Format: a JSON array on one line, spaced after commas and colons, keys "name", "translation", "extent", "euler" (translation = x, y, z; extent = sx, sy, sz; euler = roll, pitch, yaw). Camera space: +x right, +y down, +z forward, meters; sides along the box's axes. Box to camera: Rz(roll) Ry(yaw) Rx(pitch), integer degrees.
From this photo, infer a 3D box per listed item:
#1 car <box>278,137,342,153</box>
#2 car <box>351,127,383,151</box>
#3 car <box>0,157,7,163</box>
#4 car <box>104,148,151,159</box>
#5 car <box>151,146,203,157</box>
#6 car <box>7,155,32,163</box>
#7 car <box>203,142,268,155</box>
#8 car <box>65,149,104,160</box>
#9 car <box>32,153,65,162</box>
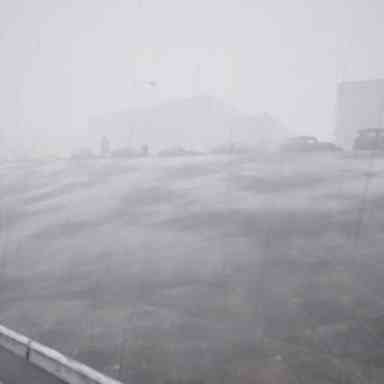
[{"name": "car", "translation": [8.918, -3.360, 25.151], "extent": [4.553, 1.767, 2.185], "euler": [1, 1, 26]}, {"name": "car", "translation": [14.019, -3.341, 22.812], "extent": [5.566, 2.045, 2.435], "euler": [2, 1, 25]}, {"name": "car", "translation": [-24.966, -3.963, 44.230], "extent": [4.892, 1.521, 2.231], "euler": [1, 1, 34]}, {"name": "car", "translation": [-5.859, -3.529, 32.658], "extent": [4.792, 1.488, 2.163], "euler": [1, 1, 29]}, {"name": "car", "translation": [-0.995, -3.418, 30.051], "extent": [4.674, 1.452, 2.002], "euler": [1, 1, 28]}, {"name": "car", "translation": [-20.319, -3.826, 41.202], "extent": [4.674, 1.452, 2.002], "euler": [1, 1, 33]}, {"name": "car", "translation": [3.837, -3.356, 27.593], "extent": [4.892, 1.521, 2.231], "euler": [1, 1, 27]}, {"name": "car", "translation": [-10.852, -3.789, 35.458], "extent": [4.553, 1.767, 2.185], "euler": [1, 1, 31]}, {"name": "car", "translation": [-15.606, -3.765, 38.273], "extent": [5.008, 1.535, 2.097], "euler": [1, 1, 32]}]
